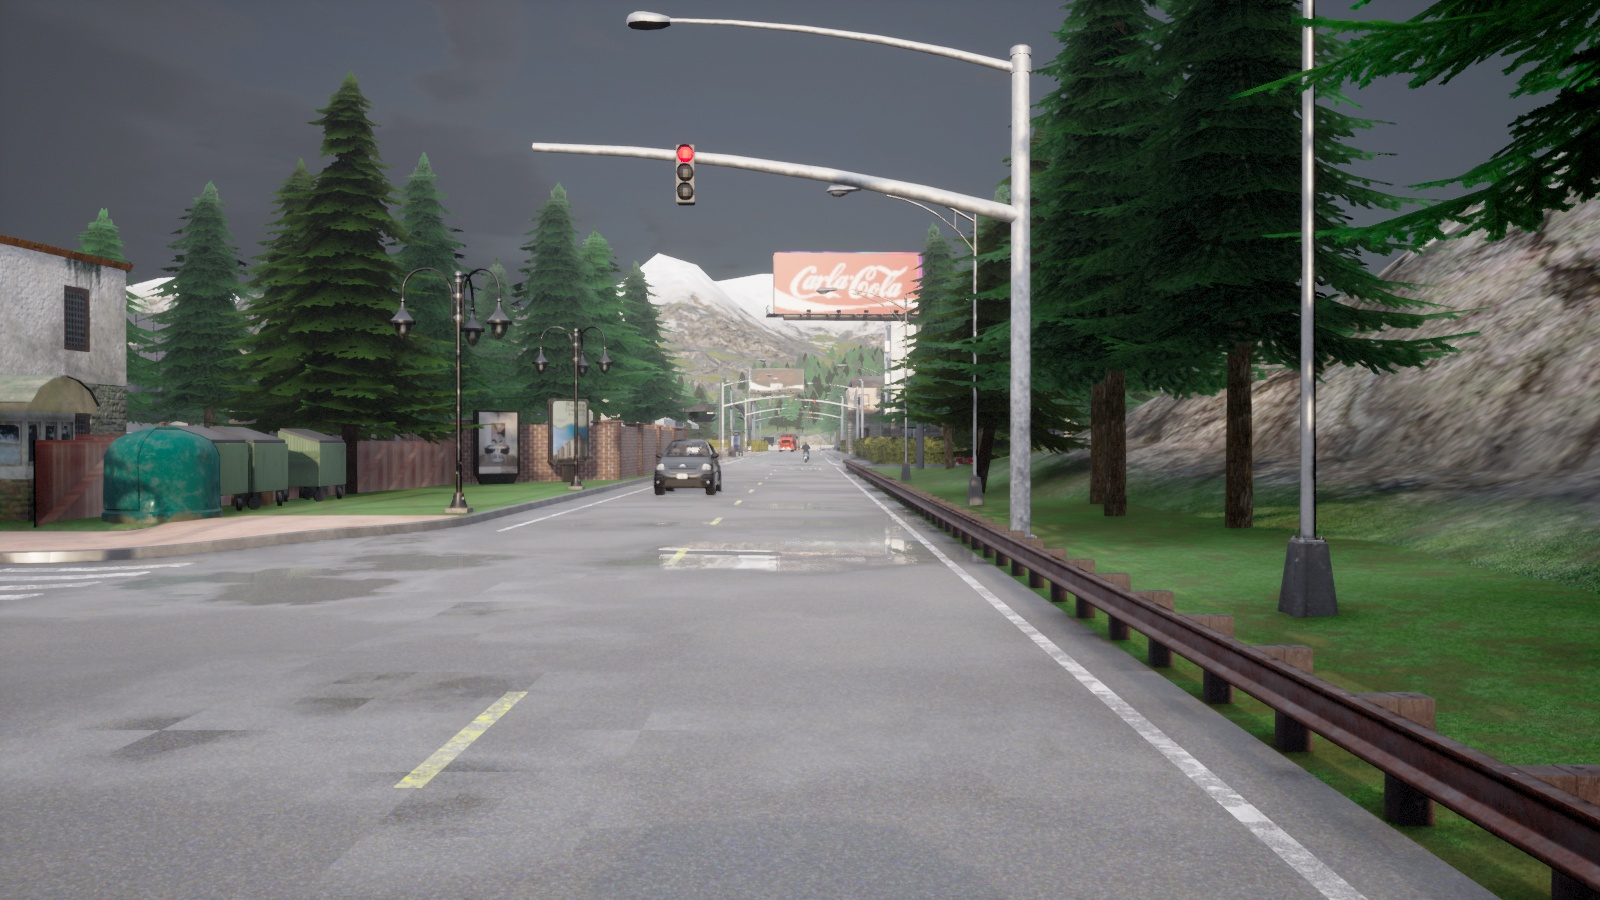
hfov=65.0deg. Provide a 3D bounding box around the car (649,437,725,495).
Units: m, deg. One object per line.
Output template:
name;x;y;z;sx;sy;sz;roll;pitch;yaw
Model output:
car;-3.273;0.434;36.930;1.851;1.617;3.988;0;0;0

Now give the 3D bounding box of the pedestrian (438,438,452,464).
pedestrian;-25.447;0.055;90.006;0.849;1.883;0.563;0;0;0
